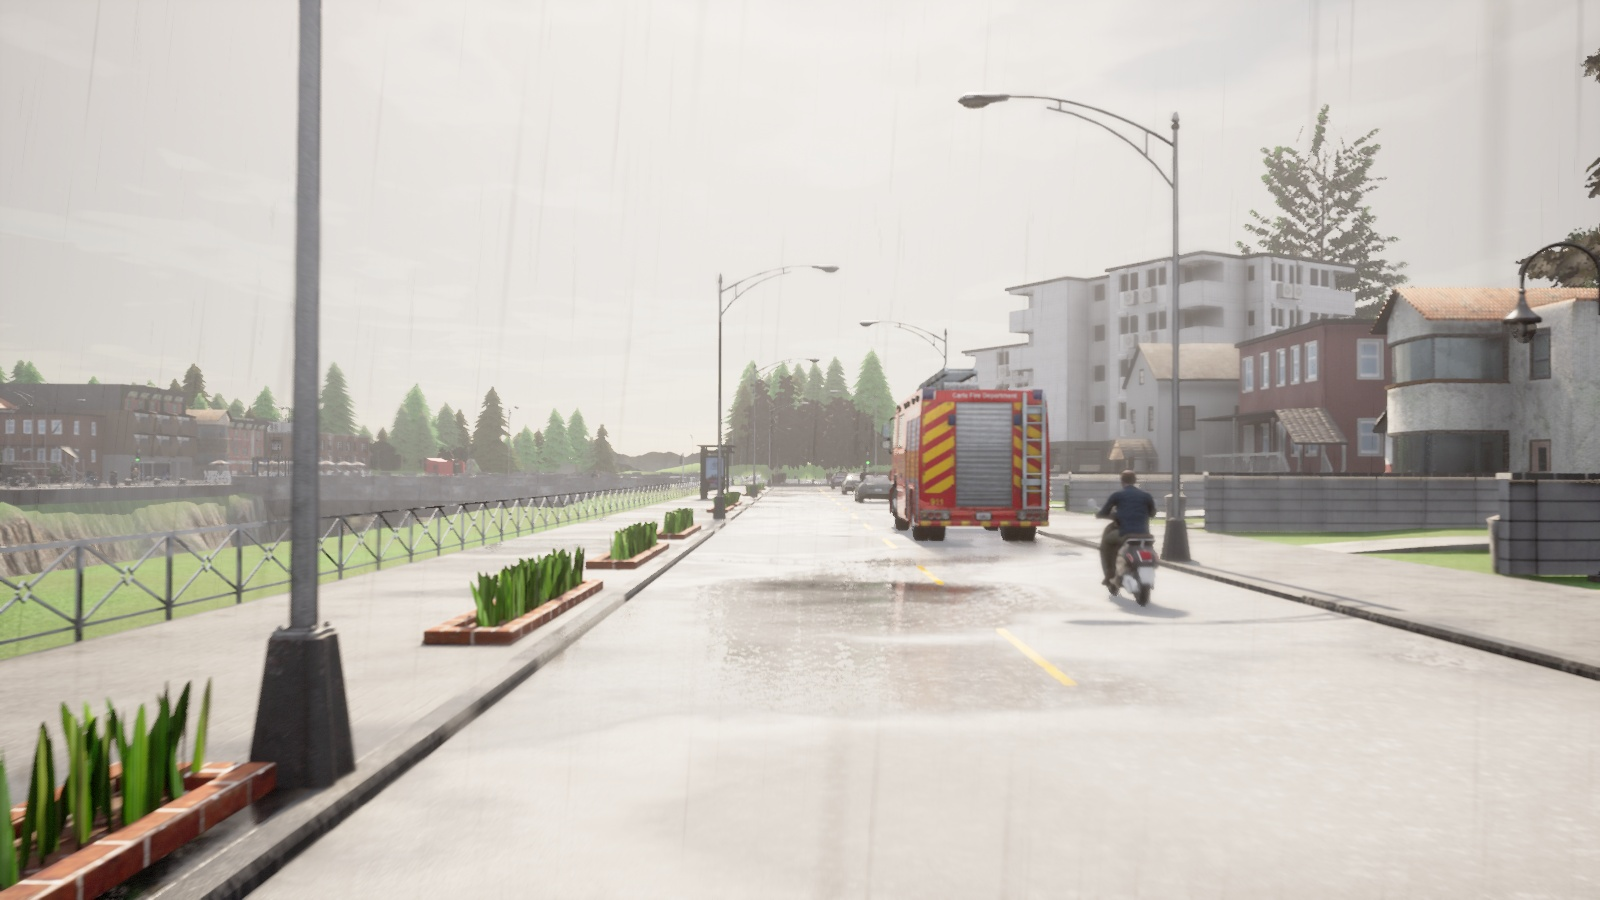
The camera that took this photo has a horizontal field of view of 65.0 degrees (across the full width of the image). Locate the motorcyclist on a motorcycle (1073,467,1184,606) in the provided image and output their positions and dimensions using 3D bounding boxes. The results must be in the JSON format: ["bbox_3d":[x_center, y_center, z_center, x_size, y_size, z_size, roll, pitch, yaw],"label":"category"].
[{"bbox_3d":[3.964,1.008,15.302,0.866,1.590,1.817,0,-1,0],"label":"motorcyclist on a motorcycle"}]

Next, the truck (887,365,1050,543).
[{"bbox_3d":[3.922,0.159,31.360,2.891,3.827,8.468,0,-1,0],"label":"truck"}]

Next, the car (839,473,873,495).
[{"bbox_3d":[3.798,2.280,85.583,2.033,1.411,5.357,0,-1,0],"label":"car"}]

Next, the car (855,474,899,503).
[{"bbox_3d":[3.848,1.927,63.487,1.994,1.385,4.181,0,-1,0],"label":"car"}]
